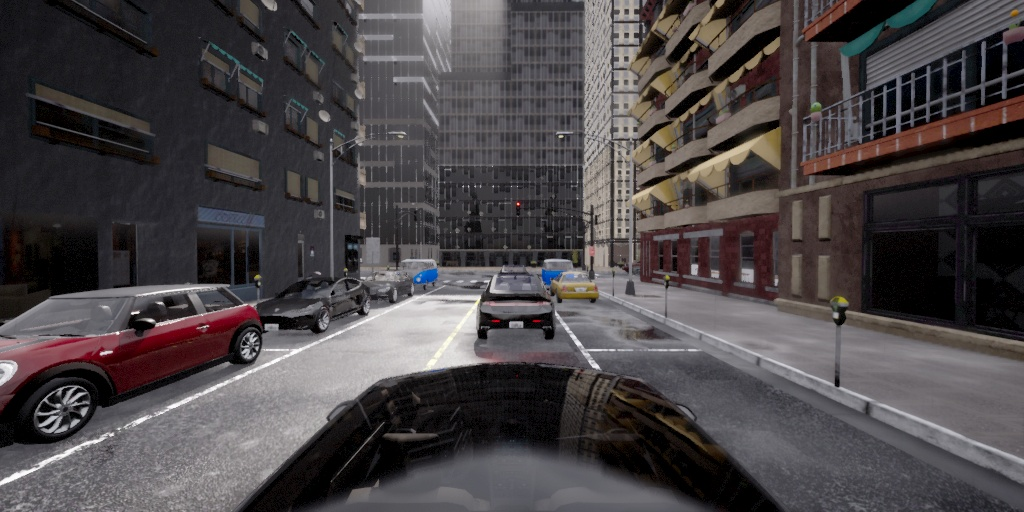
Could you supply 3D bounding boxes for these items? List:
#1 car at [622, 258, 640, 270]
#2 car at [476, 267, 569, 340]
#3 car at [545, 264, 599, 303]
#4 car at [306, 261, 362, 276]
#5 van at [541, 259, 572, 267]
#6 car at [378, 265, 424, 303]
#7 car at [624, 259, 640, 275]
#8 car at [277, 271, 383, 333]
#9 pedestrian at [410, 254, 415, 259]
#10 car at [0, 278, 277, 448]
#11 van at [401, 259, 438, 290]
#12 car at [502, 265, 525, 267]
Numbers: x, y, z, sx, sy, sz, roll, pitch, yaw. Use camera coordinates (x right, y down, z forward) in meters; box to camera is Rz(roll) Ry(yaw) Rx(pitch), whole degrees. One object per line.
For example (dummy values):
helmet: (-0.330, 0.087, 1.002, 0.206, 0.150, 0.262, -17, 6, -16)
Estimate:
car: (15.299, 1.082, 41.138, 5.009, 1.841, 2.192, 0, 0, 0)
car: (0.096, 1.239, 9.996, 2.128, 1.511, 4.902, 0, 0, 0)
car: (2.713, 1.270, 16.389, 1.751, 1.417, 4.829, 0, 0, 0)
car: (-17.596, 1.209, 35.589, 4.674, 1.442, 1.812, 0, 1, 0)
van: (2.722, 1.084, 21.821, 1.690, 1.789, 3.998, 0, 0, 0)
car: (-5.668, 1.295, 16.263, 2.007, 1.370, 4.403, 0, 0, 0)
car: (14.736, 1.365, 38.542, 4.181, 1.385, 1.994, 0, 1, 0)
car: (-5.678, 1.313, 10.660, 1.948, 1.339, 4.313, 0, 0, 0)
pedestrian: (-12.322, 0.630, 44.277, 0.375, 1.860, 0.375, 0, 1, 0)
car: (-5.688, 1.188, 5.059, 1.967, 1.591, 4.097, 0, 0, 0)
van: (-5.659, 1.084, 21.864, 1.690, 1.789, 3.998, 0, 0, 0)
car: (0.096, 1.235, 20.299, 2.128, 1.511, 4.902, 0, 0, 0)
